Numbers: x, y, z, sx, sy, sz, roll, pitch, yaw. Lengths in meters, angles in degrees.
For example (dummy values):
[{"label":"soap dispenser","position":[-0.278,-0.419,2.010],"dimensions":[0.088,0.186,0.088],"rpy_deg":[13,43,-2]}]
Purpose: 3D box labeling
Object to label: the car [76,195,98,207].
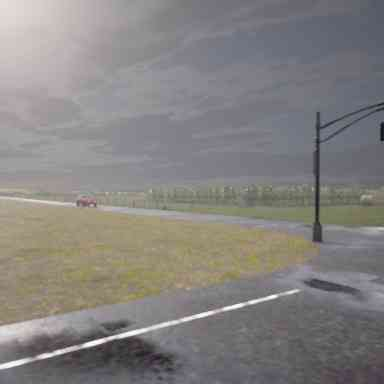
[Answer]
[{"label":"car","position":[-17.958,1.461,56.593],"dimensions":[2.150,2.045,5.566],"rpy_deg":[1,-1,-36]}]
